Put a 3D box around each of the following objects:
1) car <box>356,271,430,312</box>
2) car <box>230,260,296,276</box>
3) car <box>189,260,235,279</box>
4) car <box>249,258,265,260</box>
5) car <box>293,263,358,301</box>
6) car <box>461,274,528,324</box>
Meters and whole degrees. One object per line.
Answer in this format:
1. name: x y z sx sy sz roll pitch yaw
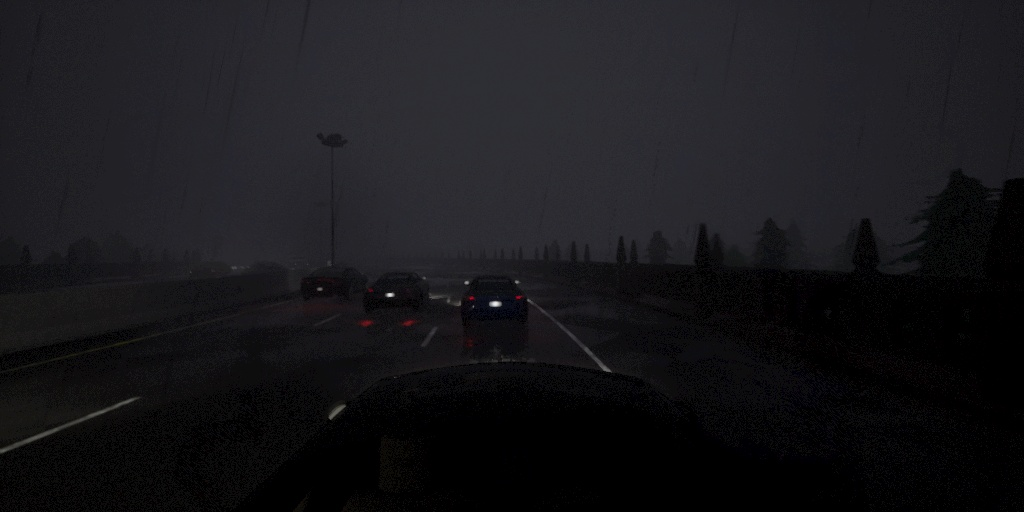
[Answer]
1. car: -4.443 1.302 14.289 1.994 1.385 4.181 0 0 -7
2. car: -17.615 1.253 25.705 2.128 1.511 4.902 0 0 -16
3. car: -27.236 1.259 32.540 1.882 1.535 5.008 0 0 -22
4. car: -25.124 1.242 36.571 1.882 1.535 5.008 0 0 -24
5. car: -8.415 1.223 17.427 1.882 1.535 5.008 0 0 -9
6. car: -0.642 1.293 11.912 1.994 1.385 4.181 0 0 -5
